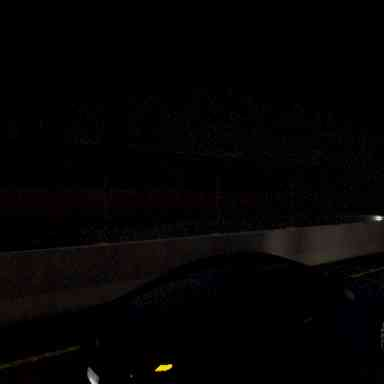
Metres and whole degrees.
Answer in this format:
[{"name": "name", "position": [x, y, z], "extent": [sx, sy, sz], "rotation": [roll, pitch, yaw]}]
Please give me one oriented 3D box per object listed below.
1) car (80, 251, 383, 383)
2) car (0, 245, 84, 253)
[{"name": "car", "position": [0.955, 1.554, 4.430], "extent": [4.674, 1.442, 1.812], "rotation": [1, 0, -36]}, {"name": "car", "position": [-5.338, 1.508, 8.784], "extent": [4.892, 1.490, 1.837], "rotation": [1, 0, -35]}]
